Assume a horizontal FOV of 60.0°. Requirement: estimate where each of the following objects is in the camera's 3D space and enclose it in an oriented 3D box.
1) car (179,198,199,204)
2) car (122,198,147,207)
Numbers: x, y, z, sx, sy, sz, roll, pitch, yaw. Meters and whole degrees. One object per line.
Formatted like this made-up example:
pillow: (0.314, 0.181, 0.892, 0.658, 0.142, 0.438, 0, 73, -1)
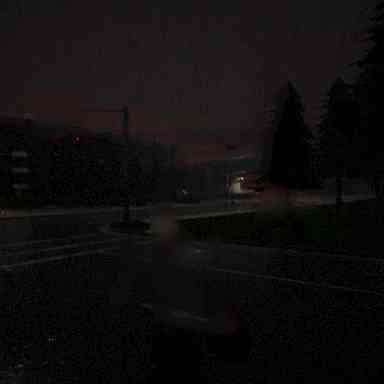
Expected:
car: (-0.614, 1.866, 68.708, 1.895, 1.301, 4.718, 0, 0, 35)
car: (-9.586, 1.796, 56.026, 1.812, 1.442, 4.674, 0, 0, 35)
